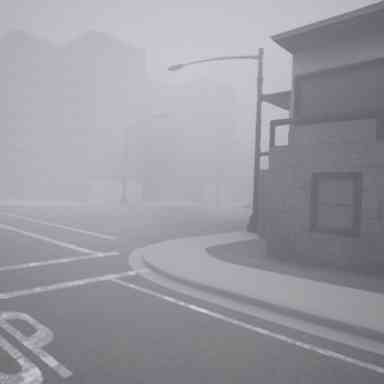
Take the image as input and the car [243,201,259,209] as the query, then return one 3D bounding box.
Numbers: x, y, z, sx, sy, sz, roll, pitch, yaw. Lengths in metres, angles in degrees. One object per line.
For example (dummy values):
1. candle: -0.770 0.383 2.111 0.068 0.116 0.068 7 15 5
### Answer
1. car: 9.471 1.986 49.650 1.994 1.385 4.181 3 0 42
